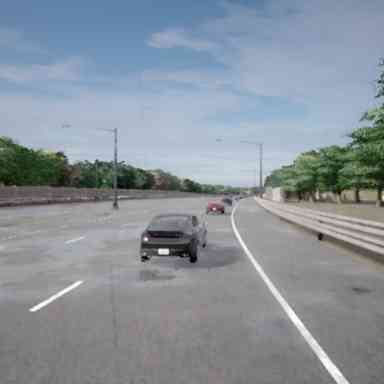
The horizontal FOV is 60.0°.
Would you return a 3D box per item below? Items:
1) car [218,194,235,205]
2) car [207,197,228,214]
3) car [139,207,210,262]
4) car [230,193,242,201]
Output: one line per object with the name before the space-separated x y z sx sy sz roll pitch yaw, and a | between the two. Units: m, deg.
car | 6.098 1.521 58.194 1.837 1.490 4.892 0 0 9
car | 2.596 1.530 35.706 1.812 1.442 4.674 0 0 8
car | -0.547 1.505 12.178 1.837 1.490 4.892 0 0 7
car | 11.862 1.685 91.478 2.033 1.411 5.357 0 0 10
